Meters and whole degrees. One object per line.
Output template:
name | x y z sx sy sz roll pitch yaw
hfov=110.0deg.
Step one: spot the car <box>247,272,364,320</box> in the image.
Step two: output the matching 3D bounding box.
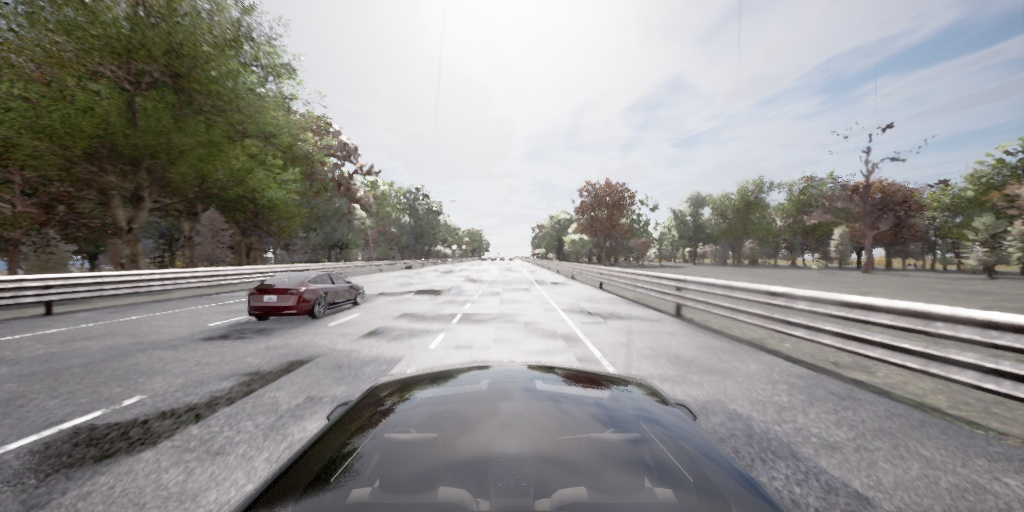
car | -6.983 1.273 12.675 2.163 1.488 4.792 0 0 0
